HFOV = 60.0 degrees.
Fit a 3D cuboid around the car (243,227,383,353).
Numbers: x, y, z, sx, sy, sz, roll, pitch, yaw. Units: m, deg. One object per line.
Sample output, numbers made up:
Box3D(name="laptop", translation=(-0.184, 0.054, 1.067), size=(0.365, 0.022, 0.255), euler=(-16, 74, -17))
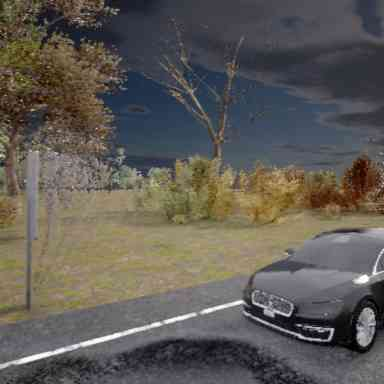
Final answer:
Box3D(name="car", translation=(3.083, 1.471, 6.177), size=(4.892, 1.490, 1.837), euler=(0, 0, -35))
